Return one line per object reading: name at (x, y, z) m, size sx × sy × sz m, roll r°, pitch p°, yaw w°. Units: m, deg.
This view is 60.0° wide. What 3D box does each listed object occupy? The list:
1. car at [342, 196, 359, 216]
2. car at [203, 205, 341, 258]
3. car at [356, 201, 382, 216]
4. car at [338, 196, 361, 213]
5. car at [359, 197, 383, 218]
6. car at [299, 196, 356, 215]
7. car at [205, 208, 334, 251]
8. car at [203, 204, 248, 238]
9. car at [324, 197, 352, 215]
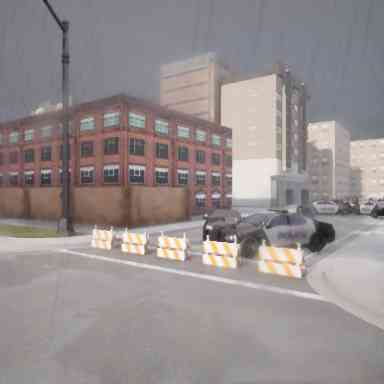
car at (12.579, 1.449, 31.368) m, size 4.974 × 1.542 × 2.038 m, roll 0°, pitch 0°, yaw -5°
car at (2.889, 1.449, 12.532) m, size 4.974 × 1.542 × 2.038 m, roll 0°, pitch 0°, yaw -25°
car at (18.740, 1.691, 35.121) m, size 1.970 × 1.475 × 3.806 m, roll 0°, pitch 0°, yaw 35°
car at (19.693, 1.489, 41.457) m, size 1.905 × 1.878 × 3.866 m, roll 0°, pitch 0°, yaw 35°
car at (16.310, 1.292, 29.676) m, size 1.853 × 1.218 × 4.536 m, roll 0°, pitch 0°, yaw 0°
car at (12.527, 1.292, 31.363) m, size 4.536 × 1.218 × 1.853 m, roll 0°, pitch 0°, yaw -5°
car at (2.936, 1.291, 12.554) m, size 4.536 × 1.218 × 1.853 m, roll 0°, pitch 0°, yaw -25°
car at (1.599, 1.291, 16.083) m, size 1.853 × 1.218 × 4.536 m, roll 0°, pitch 0°, yaw 5°
car at (16.257, 1.502, 36.978) m, size 1.932 × 1.855 × 4.605 m, roll 0°, pitch 0°, yaw 35°
